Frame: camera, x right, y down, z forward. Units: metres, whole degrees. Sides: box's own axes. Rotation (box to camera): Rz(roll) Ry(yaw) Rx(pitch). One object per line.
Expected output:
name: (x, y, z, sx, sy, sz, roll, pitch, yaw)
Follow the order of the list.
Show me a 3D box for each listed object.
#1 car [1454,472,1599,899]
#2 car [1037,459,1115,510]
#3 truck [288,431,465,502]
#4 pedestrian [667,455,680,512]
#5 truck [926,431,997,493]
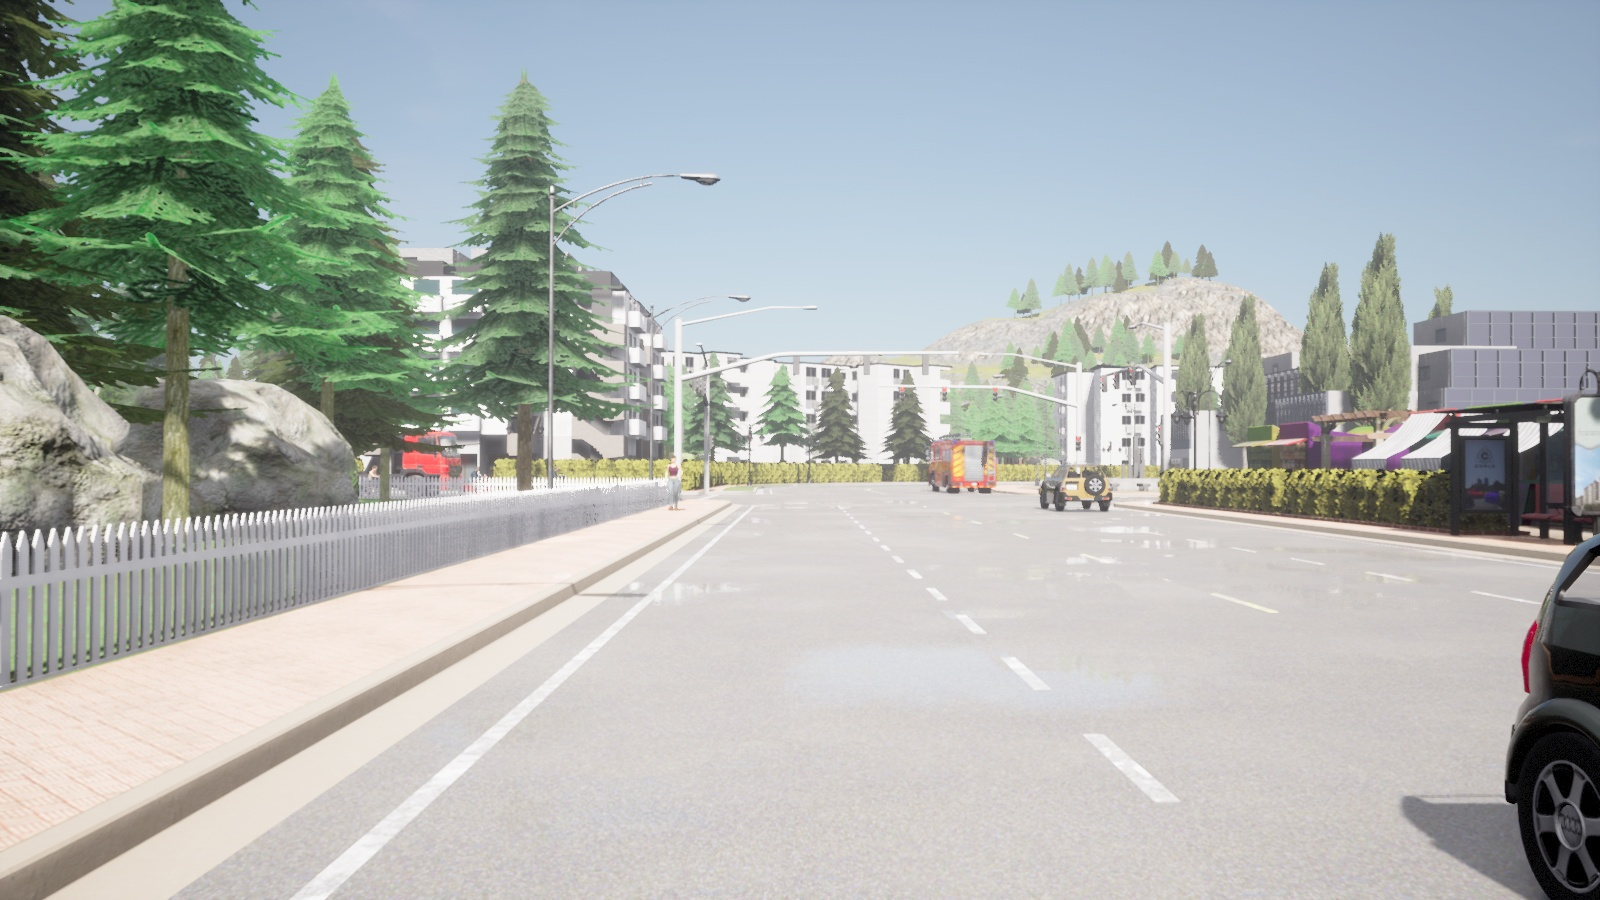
car: (3.491, 0.823, 3.100, 1.789, 1.549, 3.705, 0, -1, 0)
car: (10.381, 1.279, 47.594, 1.932, 1.855, 4.605, 0, -1, 0)
truck: (-21.316, 0.838, 63.480, 7.936, 3.462, 2.891, 0, -1, 1)
pedestrian: (-4.097, 1.079, 40.714, 0.345, 1.836, 0.594, 0, -1, 0)
truck: (10.535, 0.810, 82.833, 2.891, 3.827, 8.468, 0, -1, -4)
